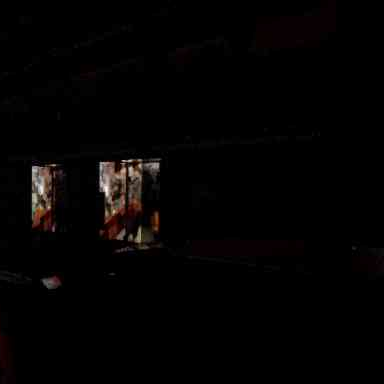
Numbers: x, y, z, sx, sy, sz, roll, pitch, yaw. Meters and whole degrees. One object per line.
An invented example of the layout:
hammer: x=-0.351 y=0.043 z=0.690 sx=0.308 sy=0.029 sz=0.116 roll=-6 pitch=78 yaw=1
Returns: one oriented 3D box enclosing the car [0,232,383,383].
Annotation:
car: x=0.005 y=1.312 z=2.854 sx=5.009 sy=1.841 sz=2.192 roll=0 pitch=1 yaw=36
